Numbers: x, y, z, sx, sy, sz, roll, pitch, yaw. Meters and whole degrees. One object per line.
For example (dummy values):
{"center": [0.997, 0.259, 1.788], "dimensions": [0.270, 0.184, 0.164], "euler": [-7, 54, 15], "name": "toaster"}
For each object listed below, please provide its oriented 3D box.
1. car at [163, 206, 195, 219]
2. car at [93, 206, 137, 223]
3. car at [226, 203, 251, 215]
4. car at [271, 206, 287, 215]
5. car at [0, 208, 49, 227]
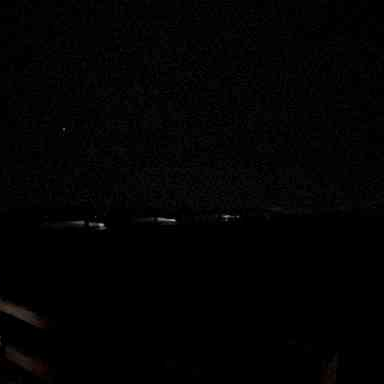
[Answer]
{"center": [-1.503, 2.515, 41.739], "dimensions": [1.837, 1.490, 4.892], "euler": [3, 1, 37], "name": "car"}
{"center": [-7.622, 2.199, 33.296], "dimensions": [1.837, 1.490, 4.892], "euler": [3, 0, 36], "name": "car"}
{"center": [7.766, 2.782, 54.421], "dimensions": [2.150, 2.045, 5.566], "euler": [3, 0, 36], "name": "car"}
{"center": [15.717, 3.358, 60.576], "dimensions": [1.812, 1.442, 4.674], "euler": [3, 1, 37], "name": "car"}
{"center": [-13.603, 1.922, 25.017], "dimensions": [2.033, 1.411, 5.357], "euler": [3, 0, 36], "name": "car"}
